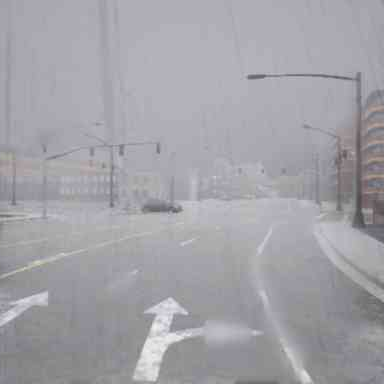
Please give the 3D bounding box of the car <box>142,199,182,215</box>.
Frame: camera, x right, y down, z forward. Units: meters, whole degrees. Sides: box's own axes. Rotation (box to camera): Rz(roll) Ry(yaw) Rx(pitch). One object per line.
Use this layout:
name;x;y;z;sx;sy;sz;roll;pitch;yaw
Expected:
car;-3.417;1.615;38.589;4.553;1.767;2.097;0;0;16

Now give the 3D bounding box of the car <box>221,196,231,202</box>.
car;8.847;1.756;86.125;1.812;1.442;4.674;0;0;17
